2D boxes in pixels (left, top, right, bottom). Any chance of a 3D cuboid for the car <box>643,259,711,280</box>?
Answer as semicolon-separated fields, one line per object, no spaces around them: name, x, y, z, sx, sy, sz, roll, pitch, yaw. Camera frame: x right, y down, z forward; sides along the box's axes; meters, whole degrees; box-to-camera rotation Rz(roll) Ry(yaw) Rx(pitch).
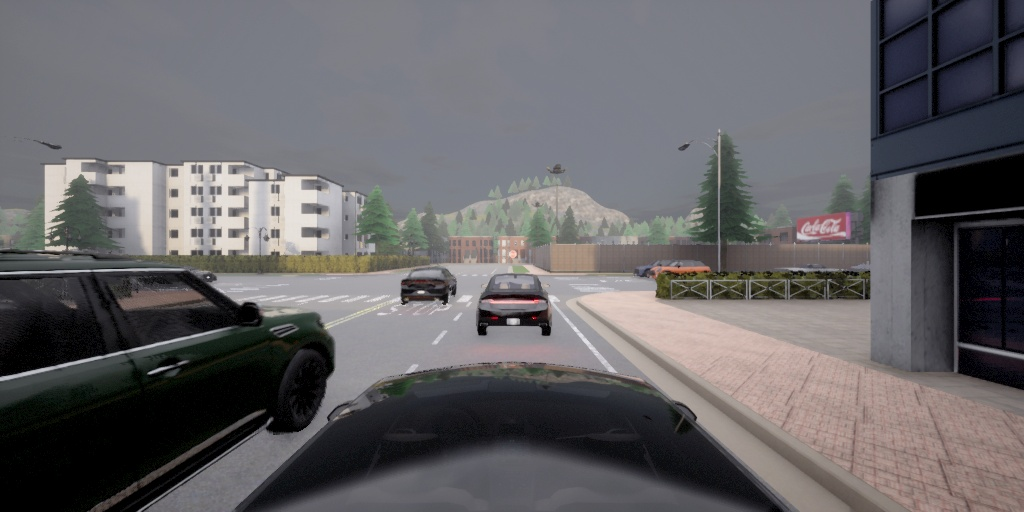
car;13.372;1.102;28.756;4.553;1.767;2.097;0;0;0

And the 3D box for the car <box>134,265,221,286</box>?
car;-23.282;1.314;25.077;4.181;1.385;1.994;0;0;-2

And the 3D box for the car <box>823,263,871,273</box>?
car;28.670;1.297;28.673;5.357;1.411;2.033;0;0;0

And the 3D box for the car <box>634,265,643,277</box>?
car;13.386;1.102;32.255;4.553;1.767;2.097;0;0;0

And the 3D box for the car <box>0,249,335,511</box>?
car;-3.401;0.974;2.359;2.150;2.045;5.566;0;0;0

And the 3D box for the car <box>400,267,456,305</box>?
car;-3.636;1.227;16.254;1.882;1.535;5.008;0;0;-3

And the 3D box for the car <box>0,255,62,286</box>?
car;-35.574;0.972;25.013;5.566;2.045;2.150;0;0;0

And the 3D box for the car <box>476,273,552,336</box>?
car;0.092;1.242;10.383;2.128;1.511;4.902;0;0;1

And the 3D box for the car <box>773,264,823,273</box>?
car;26.301;1.351;32.182;4.718;1.301;1.895;0;0;0
